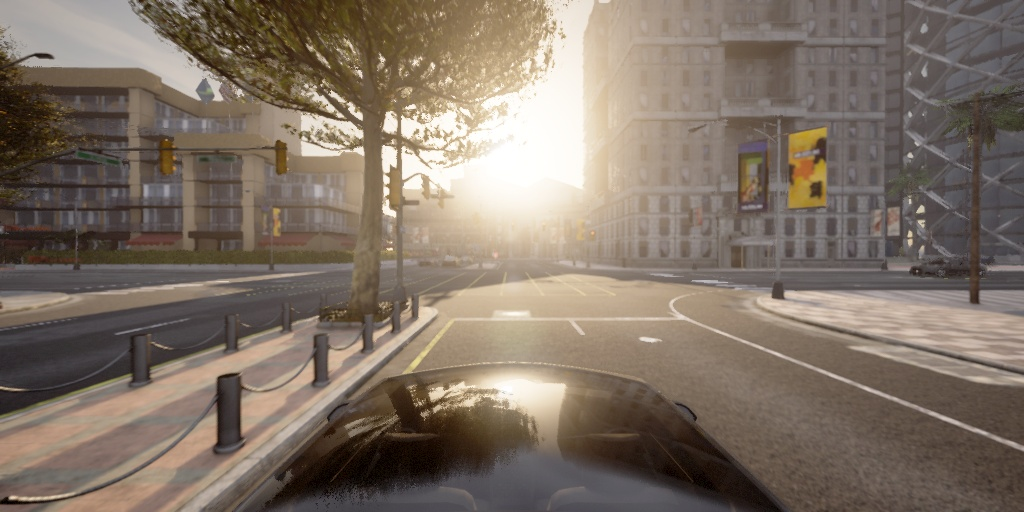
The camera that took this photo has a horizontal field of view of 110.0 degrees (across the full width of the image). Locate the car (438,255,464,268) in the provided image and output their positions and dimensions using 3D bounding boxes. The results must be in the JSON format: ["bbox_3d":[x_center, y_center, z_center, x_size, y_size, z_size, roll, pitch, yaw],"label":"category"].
[{"bbox_3d":[-8.041,0.769,47.484,1.882,1.535,5.008,0,1,0],"label":"car"}]

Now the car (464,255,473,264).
[{"bbox_3d":[-8.061,0.621,63.684,2.128,1.511,4.902,0,0,0],"label":"car"}]

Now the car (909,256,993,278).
[{"bbox_3d":[35.234,0.982,29.038,4.892,1.490,1.837,0,1,0],"label":"car"}]

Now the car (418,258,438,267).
[{"bbox_3d":[-11.607,0.868,49.820,1.895,1.301,4.718,0,1,0],"label":"car"}]
